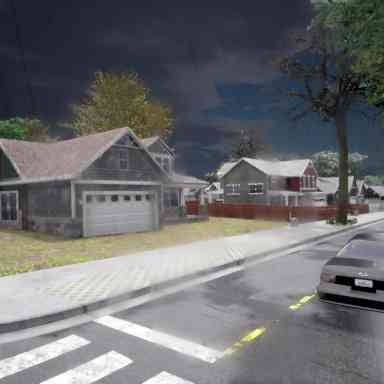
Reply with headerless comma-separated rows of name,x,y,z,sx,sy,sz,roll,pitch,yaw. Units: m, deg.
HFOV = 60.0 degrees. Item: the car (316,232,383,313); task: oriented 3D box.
car,4.562,1.671,7.795,2.033,1.411,5.357,-2,-2,38
